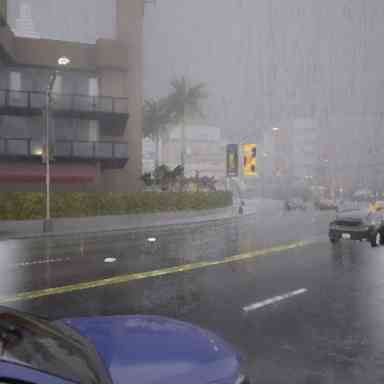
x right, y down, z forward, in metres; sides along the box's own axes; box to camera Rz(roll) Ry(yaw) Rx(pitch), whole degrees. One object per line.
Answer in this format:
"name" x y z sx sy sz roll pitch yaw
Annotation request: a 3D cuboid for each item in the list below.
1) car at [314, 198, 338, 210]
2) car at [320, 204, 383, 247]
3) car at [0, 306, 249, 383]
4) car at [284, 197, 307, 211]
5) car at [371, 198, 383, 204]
"car" 15.620 1.492 38.835 1.882 1.535 5.008 0 0 9
"car" 7.814 1.510 15.123 1.837 1.490 4.892 0 0 42
"car" -1.632 1.523 2.115 4.674 1.442 1.812 0 0 -36
"car" 12.166 1.383 39.401 2.097 1.767 4.553 0 0 9
"car" 16.227 1.473 28.171 1.882 1.535 5.008 0 0 23
